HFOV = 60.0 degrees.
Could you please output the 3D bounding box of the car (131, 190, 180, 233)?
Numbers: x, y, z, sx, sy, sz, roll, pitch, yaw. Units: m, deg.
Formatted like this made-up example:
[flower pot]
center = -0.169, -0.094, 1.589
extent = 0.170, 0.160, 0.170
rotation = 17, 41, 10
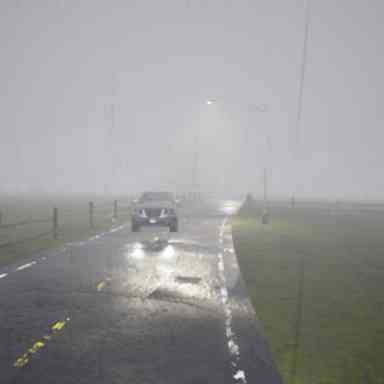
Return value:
[car]
center = -1.839, 0.942, 17.955
extent = 2.150, 2.045, 5.566
rotation = 0, 1, -1
